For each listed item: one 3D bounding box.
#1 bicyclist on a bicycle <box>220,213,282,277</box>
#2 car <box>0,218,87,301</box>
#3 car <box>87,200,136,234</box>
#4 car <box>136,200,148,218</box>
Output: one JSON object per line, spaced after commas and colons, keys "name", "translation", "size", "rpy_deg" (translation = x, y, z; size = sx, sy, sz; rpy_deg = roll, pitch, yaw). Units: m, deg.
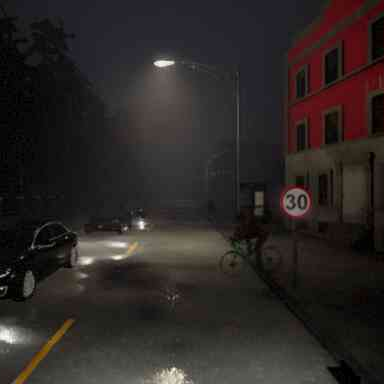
{"name": "bicyclist on a bicycle", "translation": [1.498, 1.370, 8.705], "size": [1.656, 1.620, 0.582], "rpy_deg": [-6, 0, -2]}
{"name": "car", "translation": [-4.317, 1.490, 8.300], "size": [1.837, 1.490, 4.892], "rpy_deg": [0, 0, -2]}
{"name": "car", "translation": [-4.639, 1.441, 19.080], "size": [1.882, 1.535, 5.008], "rpy_deg": [0, 0, -2]}
{"name": "car", "translation": [-4.919, 1.469, 29.140], "size": [1.812, 1.442, 4.674], "rpy_deg": [0, 0, -2]}
